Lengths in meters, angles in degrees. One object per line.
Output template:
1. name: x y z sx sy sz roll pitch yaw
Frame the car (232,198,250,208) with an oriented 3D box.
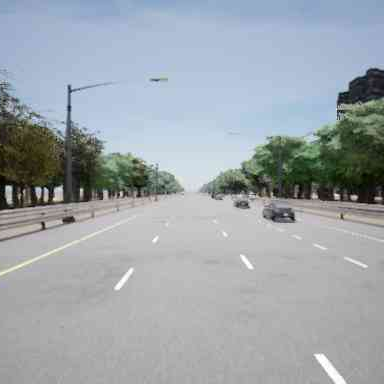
1. car: 7.117 1.553 48.443 1.812 1.442 4.674 0 0 0

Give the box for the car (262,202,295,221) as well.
1. car: 7.038 1.548 27.185 1.812 1.442 4.674 0 0 0

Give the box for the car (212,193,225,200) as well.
1. car: 7.303 1.587 92.470 2.033 1.411 5.357 0 0 0
